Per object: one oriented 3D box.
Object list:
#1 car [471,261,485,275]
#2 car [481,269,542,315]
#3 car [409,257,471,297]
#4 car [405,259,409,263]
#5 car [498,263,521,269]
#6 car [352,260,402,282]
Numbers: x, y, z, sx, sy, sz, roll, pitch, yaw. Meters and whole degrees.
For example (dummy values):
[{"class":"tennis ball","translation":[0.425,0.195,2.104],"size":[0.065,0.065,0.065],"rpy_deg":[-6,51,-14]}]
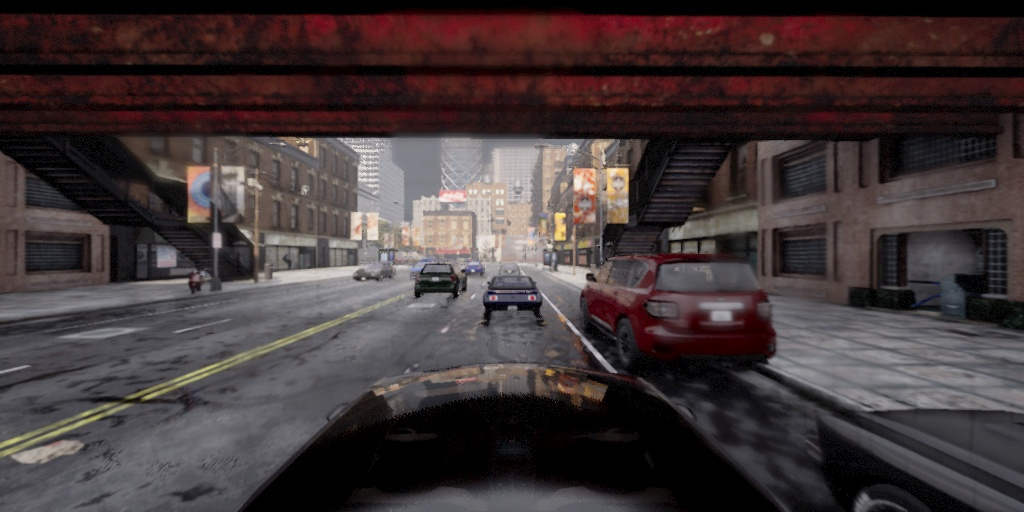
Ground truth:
[{"class":"car","translation":[-3.810,1.251,37.039],"size":[1.812,1.442,4.674],"rpy_deg":[0,0,-1]},{"class":"car","translation":[-0.007,1.343,13.434],"size":[1.895,1.301,4.718],"rpy_deg":[0,0,-1]},{"class":"car","translation":[-3.572,1.090,18.740],"size":[2.097,1.767,4.553],"rpy_deg":[0,0,-1]},{"class":"car","translation":[-7.417,1.208,30.843],"size":[1.882,1.535,5.008],"rpy_deg":[0,0,-1]},{"class":"car","translation":[-0.216,1.277,30.561],"size":[2.033,1.411,5.357],"rpy_deg":[0,0,-1]},{"class":"car","translation":[-10.897,1.279,28.912],"size":[2.033,1.411,5.357],"rpy_deg":[0,0,-1]}]
